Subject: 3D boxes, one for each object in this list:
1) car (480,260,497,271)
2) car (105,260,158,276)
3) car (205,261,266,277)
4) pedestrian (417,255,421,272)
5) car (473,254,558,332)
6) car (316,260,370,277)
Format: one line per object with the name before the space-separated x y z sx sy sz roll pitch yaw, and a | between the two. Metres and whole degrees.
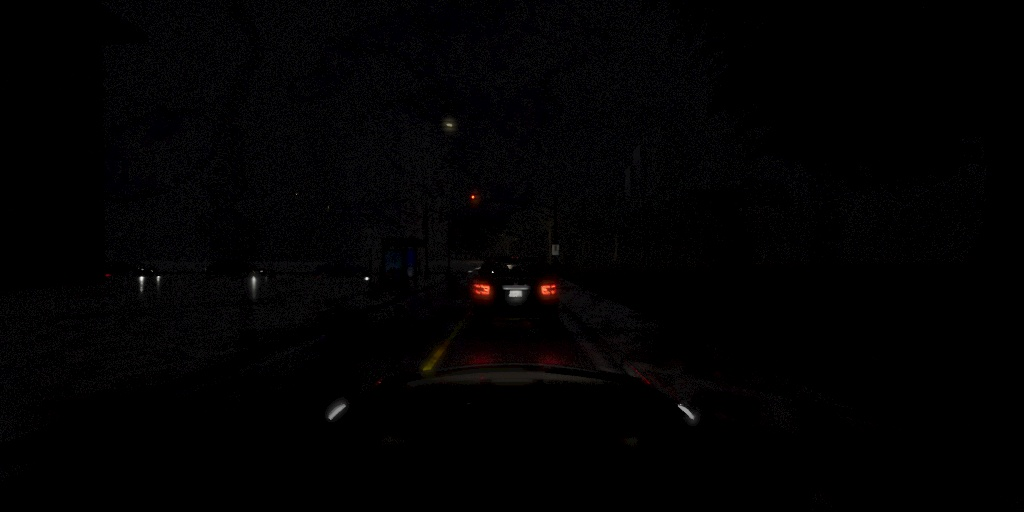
car | -3.087 1.249 48.203 2.033 1.411 5.357 0 0 0
car | -35.719 1.145 33.214 4.892 1.490 1.837 0 1 2
car | -25.346 1.175 32.938 4.892 1.490 1.837 0 1 1
pedestrian | -10.075 0.800 38.781 0.375 1.860 0.375 0 0 1
car | 0.098 0.968 10.992 2.150 2.045 5.566 0 0 0
car | -15.160 1.176 32.680 5.008 1.535 1.882 0 0 0
